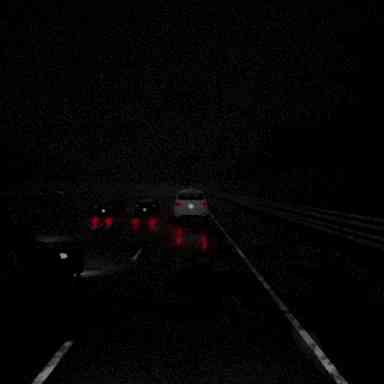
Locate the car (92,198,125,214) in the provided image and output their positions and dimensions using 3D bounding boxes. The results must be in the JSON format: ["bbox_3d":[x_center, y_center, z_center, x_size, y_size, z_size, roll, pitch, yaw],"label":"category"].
[{"bbox_3d":[-7.133,1.193,28.913,1.895,1.301,4.718,0,1,-1],"label":"car"}]

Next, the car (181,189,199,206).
[{"bbox_3d":[-0.241,0.612,41.452,2.150,2.045,5.566,0,1,0],"label":"car"}]

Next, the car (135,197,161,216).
[{"bbox_3d":[-3.622,1.135,27.695,1.812,1.442,4.674,0,1,-1],"label":"car"}]

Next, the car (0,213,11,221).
[{"bbox_3d":[-6.980,1.376,11.005,1.812,1.442,4.674,0,1,0],"label":"car"}]

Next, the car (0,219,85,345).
[{"bbox_3d":[-3.435,1.473,5.467,2.033,1.411,5.357,0,1,0],"label":"car"}]

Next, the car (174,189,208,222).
[{"bbox_3d":[-0.080,0.898,23.076,2.150,2.045,5.566,0,1,-1],"label":"car"}]
